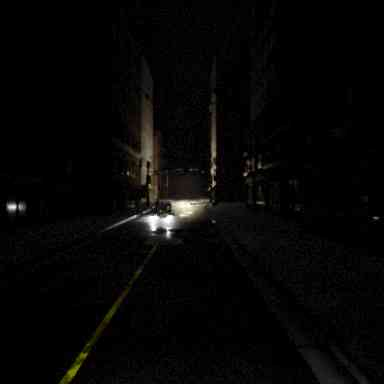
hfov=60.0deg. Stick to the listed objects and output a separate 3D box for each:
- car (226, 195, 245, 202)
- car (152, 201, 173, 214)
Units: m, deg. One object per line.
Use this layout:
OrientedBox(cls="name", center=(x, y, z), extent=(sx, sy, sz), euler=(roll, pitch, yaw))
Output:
OrientedBox(cls="car", center=(8.367, 1.207, 58.861), extent=(5.008, 1.535, 1.882), euler=(-1, 0, 0))
OrientedBox(cls="car", center=(-3.085, 1.596, 35.059), extent=(1.895, 1.301, 4.718), euler=(0, 0, 0))
